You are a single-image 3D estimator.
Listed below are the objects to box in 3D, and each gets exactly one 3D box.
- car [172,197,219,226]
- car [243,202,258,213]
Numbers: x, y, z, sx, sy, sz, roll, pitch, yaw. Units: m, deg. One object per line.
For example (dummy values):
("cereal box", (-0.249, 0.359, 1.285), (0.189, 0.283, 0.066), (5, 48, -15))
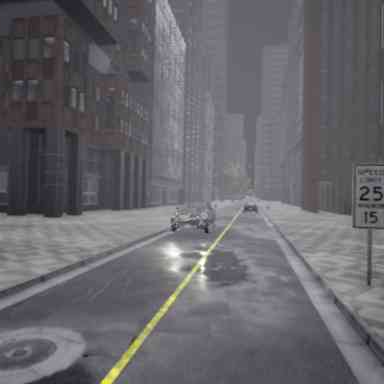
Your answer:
("car", (0.193, 1.234, 19.196), (2.097, 1.767, 4.553), (1, -1, 10))
("car", (8.390, 2.205, 47.640), (1.882, 1.535, 5.008), (1, -1, 10))
